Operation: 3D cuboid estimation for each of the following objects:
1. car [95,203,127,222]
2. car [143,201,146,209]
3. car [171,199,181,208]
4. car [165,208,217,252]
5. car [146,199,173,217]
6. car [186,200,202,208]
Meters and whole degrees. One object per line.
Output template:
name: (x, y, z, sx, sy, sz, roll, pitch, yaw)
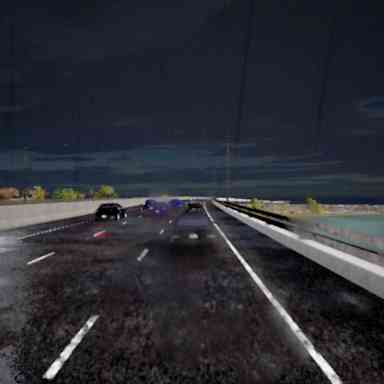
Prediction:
car: (-6.897, 1.698, 28.566, 1.837, 1.490, 4.892, 0, -1, 0)
car: (-6.541, 1.902, 52.533, 1.812, 1.442, 4.674, 0, -1, 1)
car: (-2.905, 1.895, 58.259, 1.882, 1.535, 5.008, 0, -1, 1)
car: (0.049, 1.637, 14.334, 2.033, 1.411, 5.357, 0, 0, 0)
car: (-3.336, 1.763, 34.776, 1.812, 1.442, 4.674, 0, -1, 1)
car: (0.254, 1.775, 41.348, 2.128, 1.511, 4.902, 0, 0, 1)
